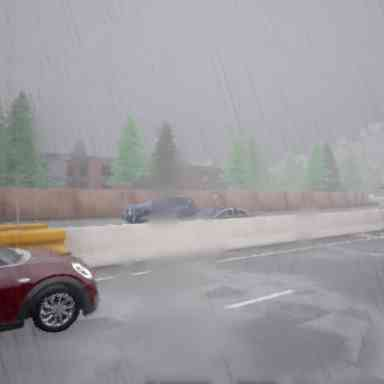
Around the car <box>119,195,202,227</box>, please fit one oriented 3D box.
[{"bbox_3d":[-2.189,1.274,23.807,5.566,2.045,2.150,1,0,-35],"label":"car"}]

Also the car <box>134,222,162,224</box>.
[{"bbox_3d":[-0.560,1.607,20.714,5.357,1.411,2.033,0,0,-35],"label":"car"}]

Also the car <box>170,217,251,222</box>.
[{"bbox_3d":[1.499,1.552,17.846,4.902,1.511,2.128,0,0,-35],"label":"car"}]

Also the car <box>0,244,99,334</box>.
[{"bbox_3d":[-3.866,1.352,5.289,4.553,1.767,2.097,0,0,-36],"label":"car"}]
